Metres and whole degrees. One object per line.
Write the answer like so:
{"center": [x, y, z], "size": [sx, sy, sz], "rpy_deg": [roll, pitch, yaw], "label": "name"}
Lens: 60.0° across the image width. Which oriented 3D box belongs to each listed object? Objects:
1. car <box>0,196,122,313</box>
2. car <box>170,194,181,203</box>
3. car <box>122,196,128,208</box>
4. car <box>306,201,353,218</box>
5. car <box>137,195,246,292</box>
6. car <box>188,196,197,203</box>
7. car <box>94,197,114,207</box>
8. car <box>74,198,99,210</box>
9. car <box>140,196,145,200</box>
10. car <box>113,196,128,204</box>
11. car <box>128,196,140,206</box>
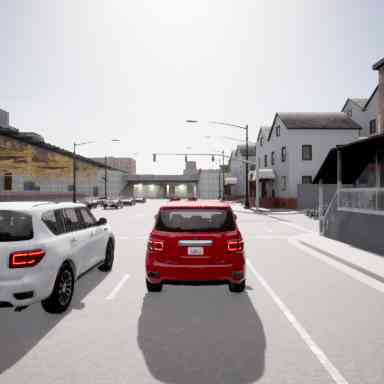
{"center": [-3.409, 1.221, 7.786], "size": [2.150, 2.045, 5.566], "rpy_deg": [0, 0, 1], "label": "car"}
{"center": [-3.338, 1.352, 69.181], "size": [2.097, 1.767, 4.553], "rpy_deg": [0, 0, 0], "label": "car"}
{"center": [-10.495, 1.491, 44.660], "size": [2.128, 1.511, 4.902], "rpy_deg": [0, 0, 0], "label": "car"}
{"center": [12.065, 1.459, 28.719], "size": [4.181, 1.385, 1.994], "rpy_deg": [-7, 0, -1], "label": "car"}
{"center": [0.099, 1.221, 9.049], "size": [2.150, 2.045, 5.566], "rpy_deg": [0, 0, 1], "label": "car"}
{"center": [0.160, 1.503, 69.203], "size": [1.837, 1.490, 4.892], "rpy_deg": [0, 0, 0], "label": "car"}
{"center": [-13.965, 1.526, 52.989], "size": [1.812, 1.442, 4.674], "rpy_deg": [0, 0, 0], "label": "car"}
{"center": [-13.996, 1.564, 44.248], "size": [1.994, 1.385, 4.181], "rpy_deg": [0, 0, 0], "label": "car"}
{"center": [-10.370, 1.548, 66.198], "size": [2.033, 1.411, 5.357], "rpy_deg": [0, 0, 0], "label": "car"}
{"center": [-13.881, 1.504, 64.672], "size": [1.837, 1.490, 4.892], "rpy_deg": [0, 0, 1], "label": "car"}
{"center": [-10.464, 1.547, 54.409], "size": [2.033, 1.411, 5.357], "rpy_deg": [0, 0, 0], "label": "car"}
